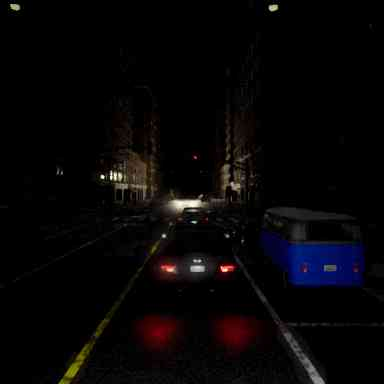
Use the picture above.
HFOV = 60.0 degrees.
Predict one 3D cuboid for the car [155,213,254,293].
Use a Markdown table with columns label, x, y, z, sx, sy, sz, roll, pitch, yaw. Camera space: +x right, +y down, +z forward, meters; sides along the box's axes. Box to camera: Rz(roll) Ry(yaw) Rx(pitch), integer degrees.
| label | x | y | z | sx | sy | sz | roll | pitch | yaw |
| --- | --- | --- | --- | --- | --- | --- | --- | --- | --- |
| car | 0.104 | 1.546 | 8.997 | 2.033 | 1.411 | 5.357 | 0 | 0 | 0 |

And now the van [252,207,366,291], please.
| label | x | y | z | sx | sy | sz | roll | pitch | yaw |
| --- | --- | --- | --- | --- | --- | --- | --- | --- | --- |
| van | 2.858 | 1.339 | 8.726 | 1.690 | 1.788 | 3.998 | 0 | 0 | 0 |

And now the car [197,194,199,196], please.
| label | x | y | z | sx | sy | sz | roll | pitch | yaw |
| --- | --- | --- | --- | --- | --- | --- | --- | --- | --- |
| car | 2.881 | 1.516 | 79.660 | 2.008 | 1.369 | 4.403 | 0 | 0 | 0 |

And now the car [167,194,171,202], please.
| label | x | y | z | sx | sy | sz | roll | pitch | yaw |
| --- | --- | --- | --- | --- | --- | --- | --- | --- | --- |
| car | -5.649 | 1.509 | 63.279 | 1.887 | 1.381 | 4.507 | 0 | 0 | 0 |

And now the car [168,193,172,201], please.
| label | x | y | z | sx | sy | sz | roll | pitch | yaw |
| --- | --- | --- | --- | --- | --- | --- | --- | --- | --- |
| car | -5.647 | 1.509 | 68.730 | 1.887 | 1.381 | 4.507 | 0 | 0 | 0 |

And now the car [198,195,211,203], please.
| label | x | y | z | sx | sy | sz | roll | pitch | yaw |
| --- | --- | --- | --- | --- | --- | --- | --- | --- | --- |
| car | 2.877 | 1.404 | 68.763 | 1.967 | 1.590 | 4.097 | 0 | 0 | 0 |

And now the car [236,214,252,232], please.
| label | x | y | z | sx | sy | sz | roll | pitch | yaw |
| --- | --- | --- | --- | --- | --- | --- | --- | --- | --- |
| car | 2.860 | 1.562 | 14.386 | 1.947 | 1.339 | 4.313 | 0 | 0 | 0 |

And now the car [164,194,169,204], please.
| label | x | y | z | sx | sy | sz | roll | pitch | yaw |
| --- | --- | --- | --- | --- | --- | --- | --- | --- | --- |
| car | -5.651 | 1.517 | 57.828 | 2.008 | 1.369 | 4.403 | 0 | 0 | 0 |

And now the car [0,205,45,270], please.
| label | x | y | z | sx | sy | sz | roll | pitch | yaw |
| --- | --- | --- | --- | --- | --- | --- | --- | --- | --- |
| car | -5.667 | 1.313 | 8.689 | 2.192 | 1.841 | 5.009 | 0 | 0 | 0 |

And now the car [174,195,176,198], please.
| label | x | y | z | sx | sy | sz | roll | pitch | yaw |
| --- | --- | --- | --- | --- | --- | --- | --- | --- | --- |
| car | -5.644 | 1.516 | 79.631 | 2.008 | 1.369 | 4.403 | 0 | 0 | 0 |

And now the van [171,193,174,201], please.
| label | x | y | z | sx | sy | sz | roll | pitch | yaw |
| --- | --- | --- | --- | --- | --- | --- | --- | --- | --- |
| van | -5.646 | 1.306 | 74.180 | 1.690 | 1.788 | 3.998 | 0 | 0 | 0 |

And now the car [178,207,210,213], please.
| label | x | y | z | sx | sy | sz | roll | pitch | yaw |
| --- | --- | --- | --- | --- | --- | --- | --- | --- | --- |
| car | 0.107 | 1.557 | 19.317 | 1.994 | 1.385 | 4.181 | 0 | 0 | 0 |

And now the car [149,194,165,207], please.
| label | x | y | z | sx | sy | sz | roll | pitch | yaw |
| --- | --- | --- | --- | --- | --- | --- | --- | --- | --- |
| car | -5.653 | 1.494 | 52.207 | 1.752 | 1.417 | 4.829 | 0 | 0 | 0 |
